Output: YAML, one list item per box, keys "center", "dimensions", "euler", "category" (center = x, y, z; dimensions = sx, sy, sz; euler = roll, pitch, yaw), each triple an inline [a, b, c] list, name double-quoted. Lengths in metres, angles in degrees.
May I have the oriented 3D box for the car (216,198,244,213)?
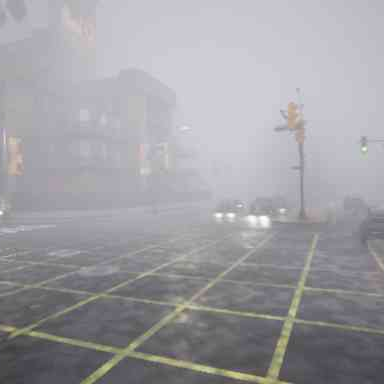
- center: [3.948, 1.359, 34.251]
  dimensions: [1.994, 1.385, 4.181]
  euler: [-1, 0, 23]
  category: "car"

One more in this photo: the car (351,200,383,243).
- center: [8.209, 1.315, 14.456]
  dimensions: [1.837, 1.490, 4.892]
  euler: [-1, 0, 23]
  category: "car"

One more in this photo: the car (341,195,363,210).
- center: [16.781, 1.083, 34.785]
  dimensions: [2.128, 1.511, 4.902]
  euler: [-1, 0, 23]
  category: "car"

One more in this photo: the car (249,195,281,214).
- center: [6.909, 1.248, 32.294]
  dimensions: [2.128, 1.511, 4.902]
  euler: [-1, 0, 23]
  category: "car"

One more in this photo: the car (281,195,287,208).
- center: [10.594, 1.167, 41.014]
  dimensions: [1.837, 1.490, 4.892]
  euler: [-1, 0, 23]
  category: "car"
